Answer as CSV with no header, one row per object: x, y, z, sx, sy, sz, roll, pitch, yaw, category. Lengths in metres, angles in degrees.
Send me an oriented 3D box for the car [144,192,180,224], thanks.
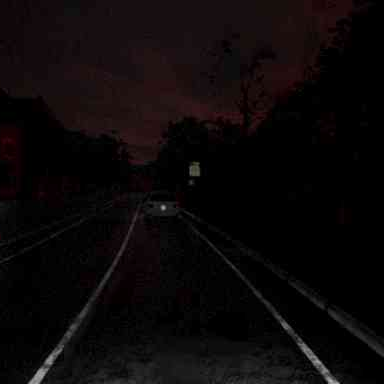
-2.059,0.990,22.461,2.150,2.045,5.566,0,0,-8,car

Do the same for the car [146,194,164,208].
-4.553,1.063,40.685,2.033,1.411,5.357,0,1,-8,car
